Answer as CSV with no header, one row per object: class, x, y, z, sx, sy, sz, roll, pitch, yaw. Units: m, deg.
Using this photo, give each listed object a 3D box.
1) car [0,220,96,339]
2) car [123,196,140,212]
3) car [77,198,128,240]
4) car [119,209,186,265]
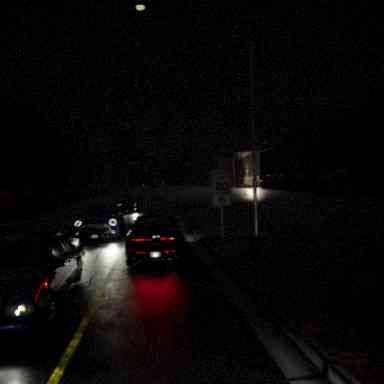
car,-3.573,1.636,7.186,2.033,1.411,5.357,-2,0,-9
car,-6.767,1.283,35.579,2.097,1.767,4.553,-2,1,-6
car,-4.711,1.435,17.334,2.097,1.767,4.553,-2,0,-7
car,-1.279,1.541,11.836,1.837,1.490,4.892,-2,0,-6
